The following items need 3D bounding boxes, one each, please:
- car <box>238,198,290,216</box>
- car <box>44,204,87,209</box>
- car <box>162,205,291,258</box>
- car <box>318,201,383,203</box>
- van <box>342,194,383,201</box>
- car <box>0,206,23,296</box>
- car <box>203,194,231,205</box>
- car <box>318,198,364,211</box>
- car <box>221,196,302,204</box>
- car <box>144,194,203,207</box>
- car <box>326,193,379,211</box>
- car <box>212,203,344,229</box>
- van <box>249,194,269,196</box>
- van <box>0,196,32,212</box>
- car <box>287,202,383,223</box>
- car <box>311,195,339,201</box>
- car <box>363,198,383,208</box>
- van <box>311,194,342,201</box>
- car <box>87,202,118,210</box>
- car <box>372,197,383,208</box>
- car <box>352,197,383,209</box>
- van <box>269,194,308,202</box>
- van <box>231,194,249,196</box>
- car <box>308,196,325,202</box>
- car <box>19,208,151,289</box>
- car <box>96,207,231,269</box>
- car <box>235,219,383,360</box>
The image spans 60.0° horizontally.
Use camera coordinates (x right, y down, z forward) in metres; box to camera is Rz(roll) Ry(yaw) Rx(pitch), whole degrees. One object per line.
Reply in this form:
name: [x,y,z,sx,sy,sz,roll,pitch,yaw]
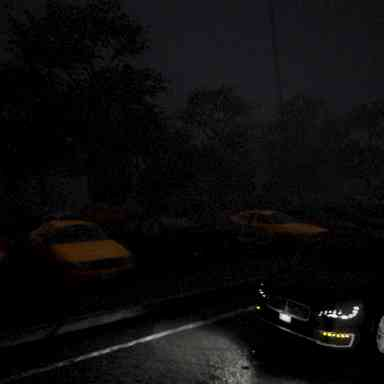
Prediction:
car: [7.072,1.428,33.284,2.097,1.535,5.008,0,0,-35]
car: [-8.831,1.521,21.970,2.002,1.452,4.674,0,0,-35]
car: [1.024,1.476,12.933,2.231,1.521,4.892,0,0,-35]
car: [10.094,1.474,19.340,2.163,1.488,4.792,0,0,-35]
van: [12.271,1.211,21.068,1.878,1.987,4.442,0,0,-35]
car: [-5.742,1.371,8.075,2.185,1.767,4.553,0,0,-35]
car: [0.319,1.199,28.440,2.435,2.045,5.566,0,0,-35]
car: [18.371,1.482,41.279,2.163,1.488,4.792,0,0,-35]
car: [4.373,1.327,20.756,4.553,1.767,2.097,0,0,-35]
car: [-1.939,1.207,26.834,2.435,2.045,5.566,0,0,-35]
car: [20.596,1.218,42.931,2.435,2.045,5.566,0,0,-35]
car: [3.397,1.464,14.386,1.946,1.575,5.366,0,0,-35]
van: [4.749,1.210,31.768,1.878,1.987,4.442,0,0,-35]
van: [-11.155,1.262,20.457,1.878,1.987,4.442,0,0,-35]
car: [7.831,1.482,17.731,2.163,1.488,4.792,0,0,-35]
car: [13.721,1.456,38.042,2.163,1.488,4.792,0,0,-35]
car: [27.384,1.559,47.721,2.002,1.452,4.674,0,0,-35]
van: [15.929,1.211,39.721,1.878,1.987,4.442,0,0,-35]
car: [-6.467,1.473,23.641,2.097,1.535,5.008,0,0,-35]
car: [29.657,1.565,49.305,2.163,1.488,4.792,0,0,-35]
car: [25.233,1.499,45.967,1.946,1.575,5.366,0,0,-35]
van: [9.407,1.198,34.805,1.878,1.987,4.442,0,0,-36]
van: [2.627,1.217,29.973,1.878,1.987,4.442,0,0,-35]
car: [11.570,1.452,36.513,2.163,1.488,4.792,0,0,-35]
car: [-3.390,1.487,9.559,1.946,1.575,5.366,0,0,-35]
car: [-1.231,1.483,11.314,2.231,1.521,4.892,0,0,-35]
car: [3.264,1.482,6.017,4.892,1.490,1.837,0,0,-36]
